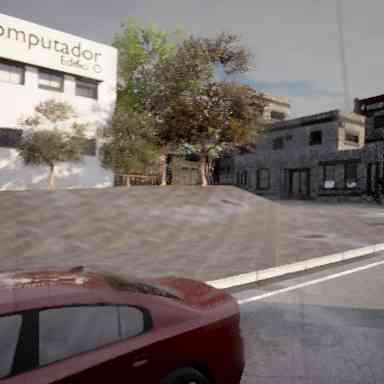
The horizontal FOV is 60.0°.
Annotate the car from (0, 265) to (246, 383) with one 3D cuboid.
[{"bbox_3d":[-1.781,1.475,2.722,5.008,1.535,1.882,0,0,-36],"label":"car"}]
